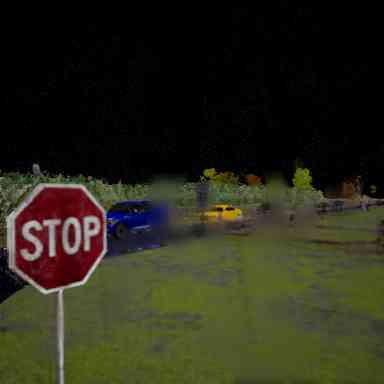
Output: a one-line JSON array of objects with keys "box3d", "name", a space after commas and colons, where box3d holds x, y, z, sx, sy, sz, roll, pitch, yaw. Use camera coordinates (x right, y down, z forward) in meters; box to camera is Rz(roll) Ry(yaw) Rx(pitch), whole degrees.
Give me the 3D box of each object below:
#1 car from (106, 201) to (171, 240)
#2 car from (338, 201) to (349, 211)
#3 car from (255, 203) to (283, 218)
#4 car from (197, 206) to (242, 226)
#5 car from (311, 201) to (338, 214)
[{"box3d": [-3.561, 1.556, 19.572, 2.150, 2.045, 5.566, -2, -2, 36], "name": "car"}, {"box3d": [22.610, 2.128, 50.943, 1.812, 1.442, 4.674, -2, -2, 36], "name": "car"}, {"box3d": [8.321, 2.008, 36.007, 1.837, 1.490, 4.892, -2, -2, 36], "name": "car"}, {"box3d": [2.363, 1.895, 27.772, 1.882, 1.535, 5.008, -2, -2, 36], "name": "car"}, {"box3d": [16.936, 2.075, 42.986, 1.994, 1.385, 4.181, -2, -2, 36], "name": "car"}]
